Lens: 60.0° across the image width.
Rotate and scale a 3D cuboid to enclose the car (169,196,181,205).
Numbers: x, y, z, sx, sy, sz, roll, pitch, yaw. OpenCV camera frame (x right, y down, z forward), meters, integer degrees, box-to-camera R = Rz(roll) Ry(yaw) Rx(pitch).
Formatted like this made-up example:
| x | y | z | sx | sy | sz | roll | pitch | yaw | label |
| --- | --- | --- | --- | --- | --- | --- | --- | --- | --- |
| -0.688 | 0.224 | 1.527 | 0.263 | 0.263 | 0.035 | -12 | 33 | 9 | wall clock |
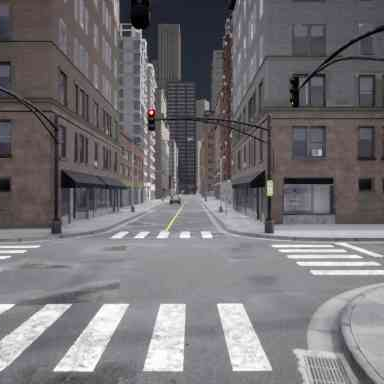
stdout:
| x | y | z | sx | sy | sz | roll | pitch | yaw | label |
| --- | --- | --- | --- | --- | --- | --- | --- | --- | --- |
| -2.987 | 1.457 | 59.698 | 1.882 | 1.535 | 5.008 | 0 | 0 | 0 | car |
